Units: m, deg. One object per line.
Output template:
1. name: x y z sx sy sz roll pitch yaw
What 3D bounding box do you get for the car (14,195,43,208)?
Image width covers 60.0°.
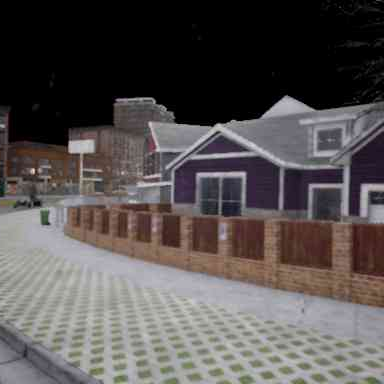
1. car: -21.197 1.127 43.355 2.097 1.767 4.553 1 1 -3

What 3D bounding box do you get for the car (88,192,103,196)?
1. car: -19.061 0.685 67.187 2.128 1.511 4.902 2 2 16

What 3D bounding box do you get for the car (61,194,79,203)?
1. car: -20.813 1.040 57.619 1.994 1.385 4.181 2 2 9
